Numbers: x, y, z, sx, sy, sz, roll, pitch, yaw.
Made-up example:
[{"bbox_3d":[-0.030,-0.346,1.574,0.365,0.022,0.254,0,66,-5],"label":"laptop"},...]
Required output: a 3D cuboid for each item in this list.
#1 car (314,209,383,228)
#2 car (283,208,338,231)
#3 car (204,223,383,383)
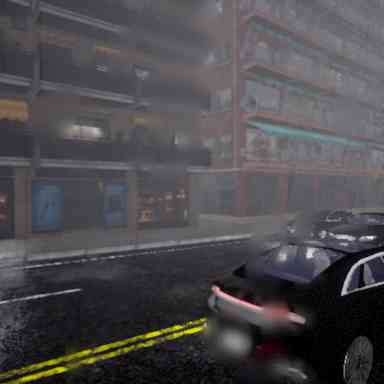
[{"bbox_3d":[7.242,1.550,13.029,4.902,1.511,2.128,0,0,-37],"label":"car"},{"bbox_3d":[6.535,1.571,16.554,4.892,1.490,1.837,0,0,-37],"label":"car"},{"bbox_3d":[2.453,1.513,5.232,4.902,1.511,2.128,0,0,-36],"label":"car"}]
